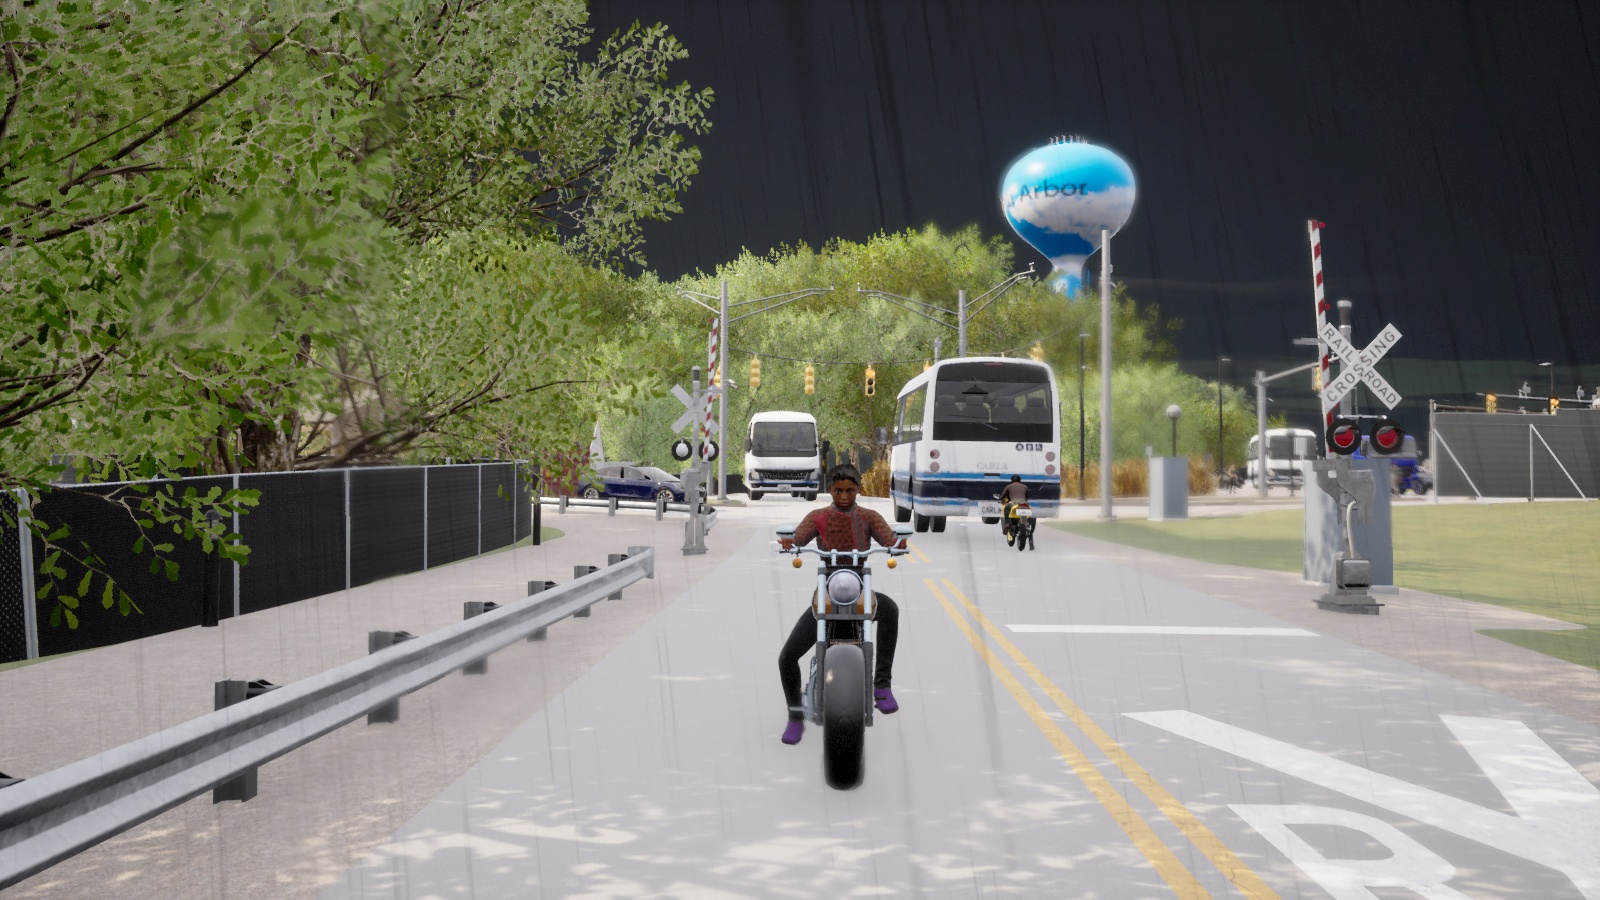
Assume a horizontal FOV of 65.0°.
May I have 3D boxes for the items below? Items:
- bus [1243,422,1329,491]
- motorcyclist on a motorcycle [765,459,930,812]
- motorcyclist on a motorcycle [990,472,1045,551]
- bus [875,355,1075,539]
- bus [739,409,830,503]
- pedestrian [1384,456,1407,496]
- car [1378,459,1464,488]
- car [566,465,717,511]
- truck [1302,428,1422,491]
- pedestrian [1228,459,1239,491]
[{"bbox_3d":[33.064,0.568,85.931,3.944,4.253,10.273,0,-3,12],"label":"bus"},{"bbox_3d":[0.255,0.884,7.056,0.766,1.649,2.350,0,-1,2],"label":"motorcyclist on a motorcycle"},{"bbox_3d":[4.382,1.217,25.429,0.797,1.523,2.044,0,-1,1],"label":"motorcyclist on a motorcycle"},{"bbox_3d":[4.386,-0.010,34.388,3.944,4.253,10.273,1,-1,0],"label":"bus"},{"bbox_3d":[-0.958,0.314,61.761,3.944,4.253,10.273,0,-1,-4],"label":"bus"},{"bbox_3d":[29.245,1.266,61.648,0.659,1.952,0.873,0,-3,0],"label":"pedestrian"},{"bbox_3d":[36.103,1.367,73.142,2.152,1.651,5.027,0,-1,-5],"label":"car"},{"bbox_3d":[-5.464,1.299,43.211,4.792,1.488,2.163,0,-2,28],"label":"car"},{"bbox_3d":[32.453,0.593,72.944,2.891,3.462,7.936,0,-1,-5],"label":"truck"},{"bbox_3d":[25.593,1.489,74.160,0.345,1.836,0.594,0,-3,-4],"label":"pedestrian"}]
